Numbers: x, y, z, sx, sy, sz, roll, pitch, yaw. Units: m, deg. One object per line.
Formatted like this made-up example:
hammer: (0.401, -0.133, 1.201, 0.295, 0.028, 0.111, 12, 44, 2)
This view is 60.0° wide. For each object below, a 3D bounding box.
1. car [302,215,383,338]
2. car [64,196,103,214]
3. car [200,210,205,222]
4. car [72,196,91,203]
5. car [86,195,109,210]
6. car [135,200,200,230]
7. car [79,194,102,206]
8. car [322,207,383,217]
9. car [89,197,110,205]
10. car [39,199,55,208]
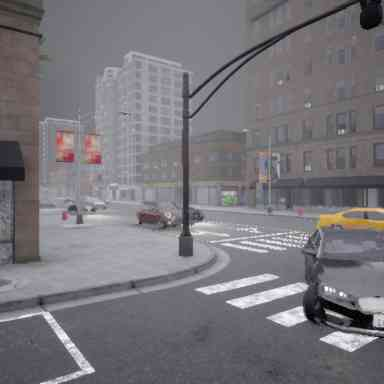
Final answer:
car: (3.364, 1.493, 6.852, 2.128, 1.511, 4.902, 1, 0, 17)
car: (-11.439, 1.444, 34.433, 2.128, 1.511, 4.902, 0, 0, -36)
car: (-0.876, 1.532, 25.347, 1.994, 1.385, 4.181, 0, 0, -36)
car: (-22.086, 1.437, 66.170, 2.033, 1.411, 5.357, 0, 0, -36)
car: (-12.023, 1.466, 40.822, 1.812, 1.442, 4.674, 0, 0, -36)
car: (-1.833, 1.329, 21.118, 2.097, 1.767, 4.553, 0, 0, -36)
car: (-16.077, 1.271, 52.297, 2.097, 1.767, 4.553, 0, 0, -36)
car: (8.283, 1.468, 14.999, 5.008, 1.535, 1.882, 0, 0, 37)
car: (-16.184, 1.508, 57.994, 1.895, 1.301, 4.718, 0, 0, -36)
car: (-21.423, 1.595, 48.425, 1.895, 1.301, 4.718, 0, 0, -36)
